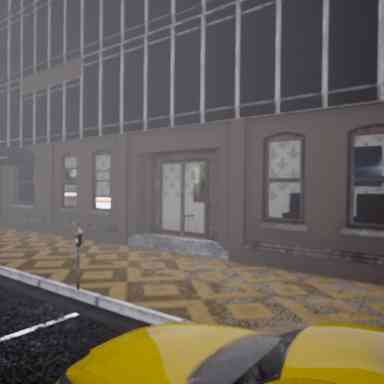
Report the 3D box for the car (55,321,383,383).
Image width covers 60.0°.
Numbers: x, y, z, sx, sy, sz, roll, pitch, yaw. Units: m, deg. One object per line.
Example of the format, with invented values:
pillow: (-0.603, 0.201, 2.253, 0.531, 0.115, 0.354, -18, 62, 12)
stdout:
car: (1.024, 1.521, 2.143, 4.829, 1.417, 1.752, 1, 1, 36)
